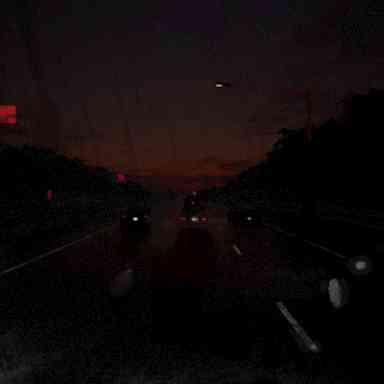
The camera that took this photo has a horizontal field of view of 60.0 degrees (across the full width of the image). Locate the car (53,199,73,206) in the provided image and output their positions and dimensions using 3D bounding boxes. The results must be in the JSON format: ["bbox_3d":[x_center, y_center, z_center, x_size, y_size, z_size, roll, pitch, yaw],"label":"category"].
[{"bbox_3d":[-17.587,1.736,45.874,2.128,1.511,4.902,0,-1,0],"label":"car"}]

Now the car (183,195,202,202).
[{"bbox_3d":[0.093,1.421,41.238,2.150,2.045,5.566,0,-1,0],"label":"car"}]

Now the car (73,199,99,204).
[{"bbox_3d":[-14.089,1.736,45.893,2.128,1.511,4.902,0,-1,0],"label":"car"}]

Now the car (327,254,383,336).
[{"bbox_3d":[3.598,1.478,4.596,1.882,1.535,5.008,0,0,0],"label":"car"}]

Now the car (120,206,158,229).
[{"bbox_3d":[-3.405,1.602,22.006,1.994,1.385,4.181,0,0,0],"label":"car"}]

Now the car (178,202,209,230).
[{"bbox_3d":[0.096,1.581,21.097,2.033,1.411,5.357,0,0,0],"label":"car"}]

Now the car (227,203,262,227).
[{"bbox_3d":[3.595,1.524,23.384,1.882,1.535,5.008,0,0,0],"label":"car"}]
